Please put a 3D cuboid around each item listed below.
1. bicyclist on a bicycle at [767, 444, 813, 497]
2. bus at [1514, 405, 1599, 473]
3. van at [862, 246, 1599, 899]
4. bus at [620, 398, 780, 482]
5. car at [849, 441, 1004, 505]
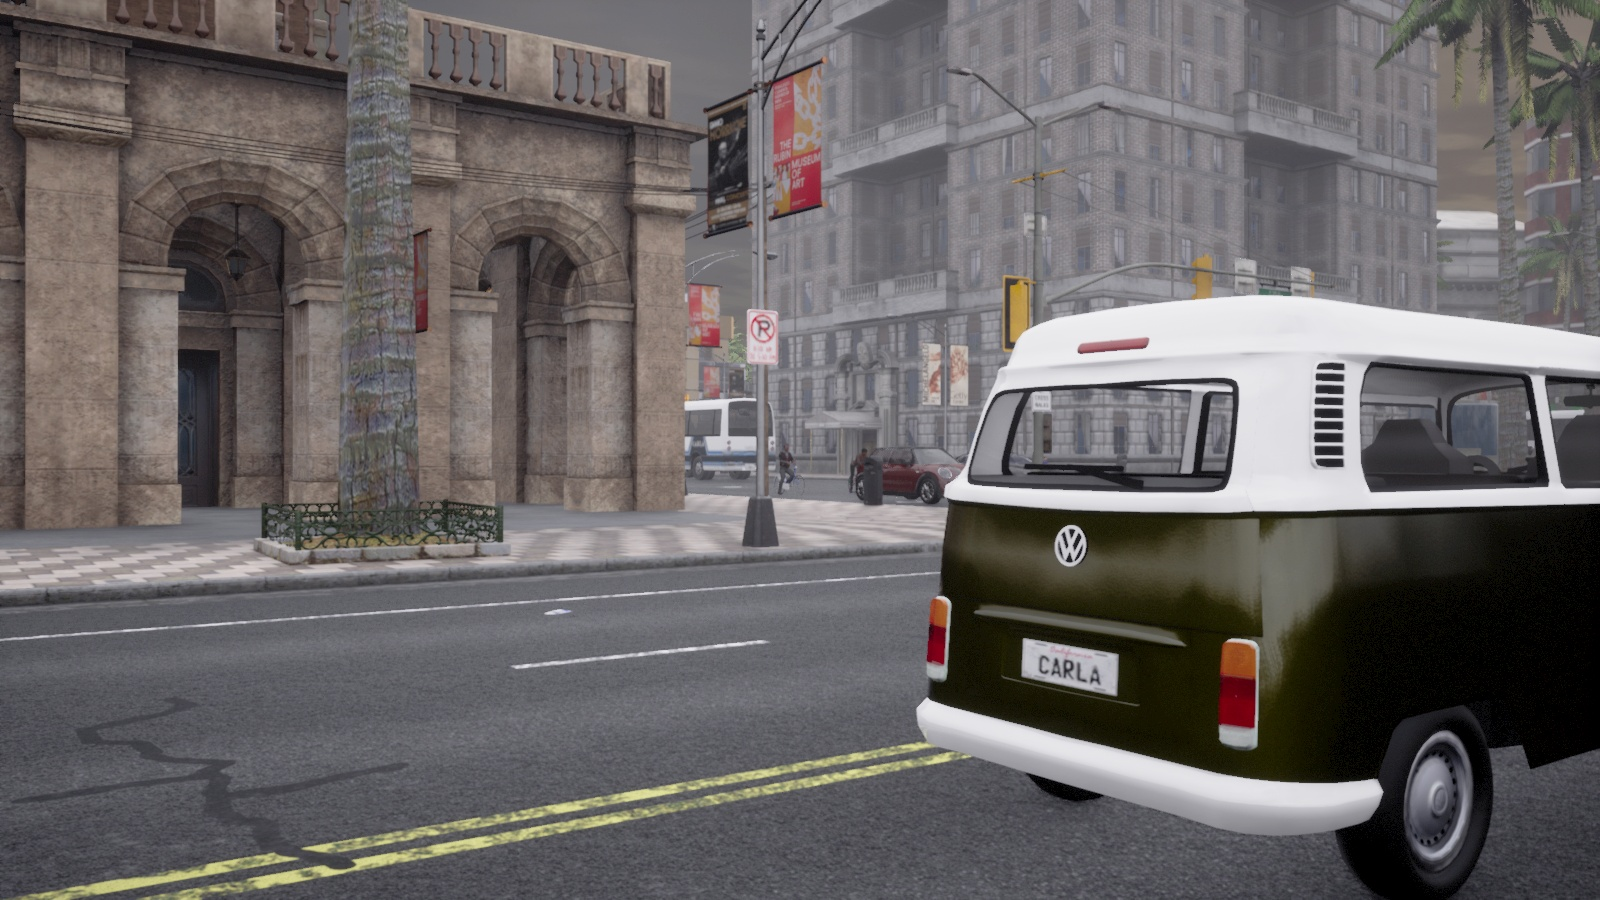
[{"bbox_3d":[-0.354,0.684,42.981,0.659,1.776,1.843,0,0,-35],"label":"bicyclist on a bicycle"},{"bbox_3d":[51.358,-0.681,79.586,3.944,4.253,10.273,0,0,-24],"label":"bus"},{"bbox_3d":[2.683,0.468,5.516,4.480,2.038,2.069,0,0,-35],"label":"van"},{"bbox_3d":[-5.667,-0.505,68.776,3.944,4.253,10.273,0,0,-36],"label":"bus"},{"bbox_3d":[3.673,0.649,37.230,2.097,1.767,4.553,0,0,-35],"label":"car"}]
